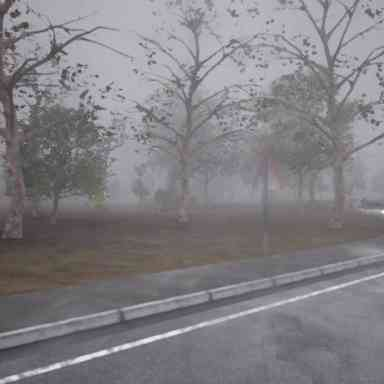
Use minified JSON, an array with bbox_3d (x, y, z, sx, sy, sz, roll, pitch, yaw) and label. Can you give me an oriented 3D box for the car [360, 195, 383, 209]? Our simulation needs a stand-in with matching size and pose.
[{"bbox_3d":[22.689,1.303,42.104,1.882,1.535,5.008,-1,1,16],"label":"car"}]
